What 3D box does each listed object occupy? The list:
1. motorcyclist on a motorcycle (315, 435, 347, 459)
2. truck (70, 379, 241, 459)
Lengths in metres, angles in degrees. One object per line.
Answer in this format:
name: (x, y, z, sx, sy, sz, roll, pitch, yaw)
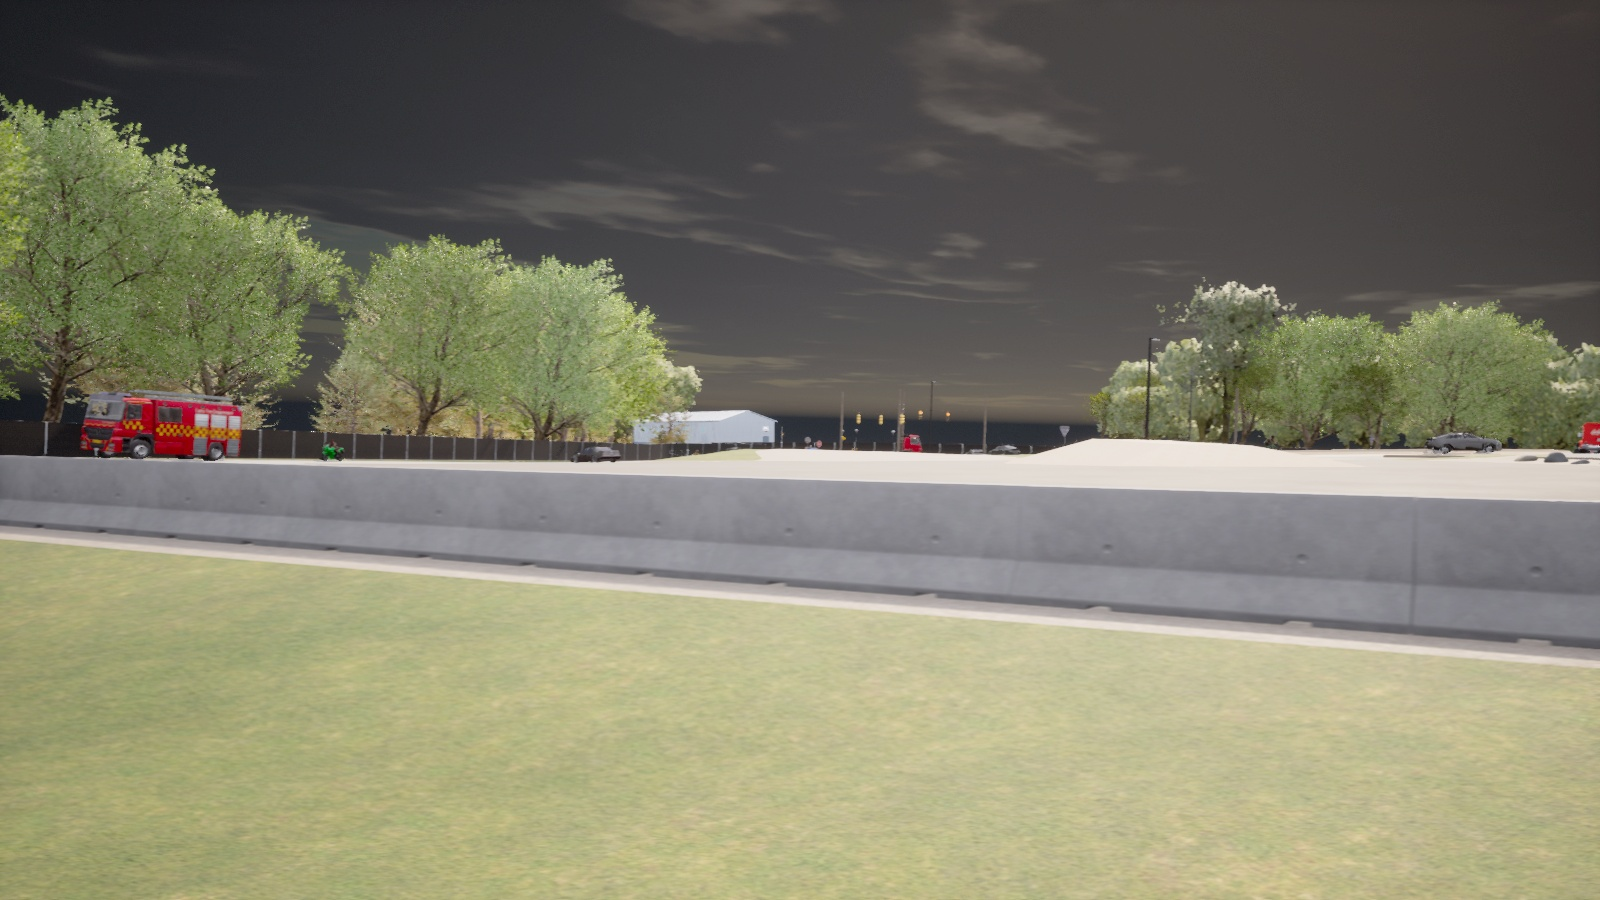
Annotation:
motorcyclist on a motorcycle: (-31.060, -0.203, 83.220, 0.797, 1.523, 2.044, 3, 0, 21)
truck: (-36.134, -1.631, 70.846, 2.891, 3.827, 8.468, 4, 0, 22)
